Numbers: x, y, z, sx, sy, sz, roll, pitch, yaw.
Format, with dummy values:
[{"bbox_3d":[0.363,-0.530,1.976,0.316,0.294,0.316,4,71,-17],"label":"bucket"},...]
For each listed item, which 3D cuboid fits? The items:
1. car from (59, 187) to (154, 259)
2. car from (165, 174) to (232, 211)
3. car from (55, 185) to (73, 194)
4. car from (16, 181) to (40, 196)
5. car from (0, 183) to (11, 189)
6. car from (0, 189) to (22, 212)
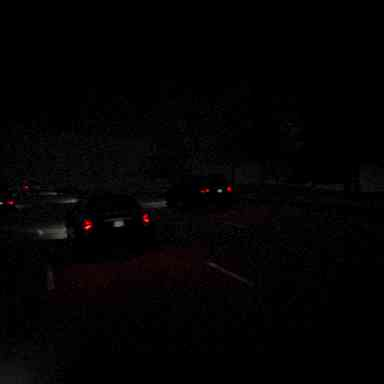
[{"bbox_3d":[-2.895,0.818,10.839,2.097,1.767,4.553,-5,4,-26],"label":"car"},{"bbox_3d":[0.244,-0.051,20.433,2.150,2.045,5.566,-4,4,-28],"label":"car"},{"bbox_3d":[-17.999,-0.363,47.627,1.895,1.301,4.718,-6,4,-40],"label":"car"},{"bbox_3d":[-24.411,-0.512,49.302,2.150,2.045,5.566,-6,4,-41],"label":"car"},{"bbox_3d":[-27.597,-0.246,47.617,2.150,2.045,5.566,-6,5,-42],"label":"car"},{"bbox_3d":[-14.347,0.771,24.736,2.033,1.411,5.357,-5,4,-33],"label":"car"}]
